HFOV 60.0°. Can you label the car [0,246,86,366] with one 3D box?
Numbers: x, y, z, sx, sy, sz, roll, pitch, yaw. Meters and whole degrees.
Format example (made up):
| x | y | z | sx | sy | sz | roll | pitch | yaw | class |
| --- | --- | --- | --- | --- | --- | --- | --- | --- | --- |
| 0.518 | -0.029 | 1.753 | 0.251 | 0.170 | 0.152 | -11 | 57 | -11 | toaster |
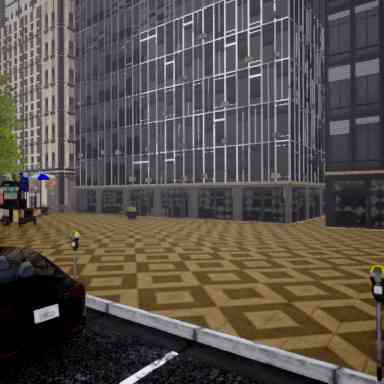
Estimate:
| x | y | z | sx | sy | sz | roll | pitch | yaw | class |
| --- | --- | --- | --- | --- | --- | --- | --- | --- | --- |
| -3.519 | 1.566 | 5.398 | 4.313 | 1.339 | 1.947 | 0 | 0 | 36 | car |
